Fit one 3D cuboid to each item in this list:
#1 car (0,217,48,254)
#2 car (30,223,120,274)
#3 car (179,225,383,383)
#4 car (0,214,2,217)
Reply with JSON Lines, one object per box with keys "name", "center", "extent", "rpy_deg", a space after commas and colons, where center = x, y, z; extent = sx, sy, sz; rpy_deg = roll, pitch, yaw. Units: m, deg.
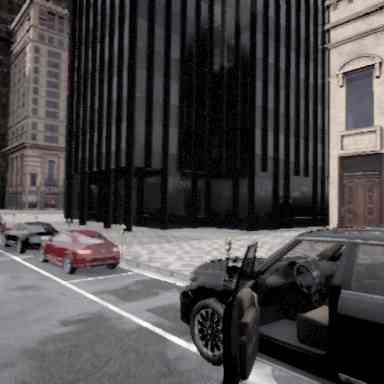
{"name": "car", "center": [-7.777, 2.089, 16.117], "extent": [1.947, 1.339, 4.313], "rpy_deg": [3, -3, -41]}
{"name": "car", "center": [-4.095, 1.998, 11.897], "extent": [1.802, 1.307, 4.206], "rpy_deg": [3, -3, -41]}
{"name": "car", "center": [2.195, 1.431, 4.158], "extent": [2.150, 2.045, 5.566], "rpy_deg": [3, -3, -41]}
{"name": "car", "center": [-15.142, 2.180, 24.561], "extent": [1.967, 1.590, 4.097], "rpy_deg": [3, -3, -41]}
